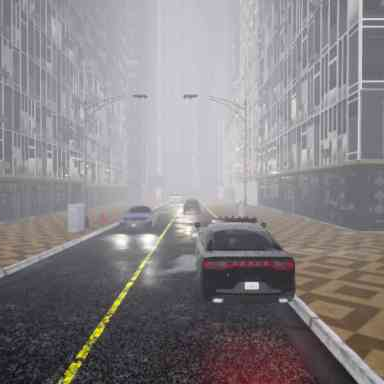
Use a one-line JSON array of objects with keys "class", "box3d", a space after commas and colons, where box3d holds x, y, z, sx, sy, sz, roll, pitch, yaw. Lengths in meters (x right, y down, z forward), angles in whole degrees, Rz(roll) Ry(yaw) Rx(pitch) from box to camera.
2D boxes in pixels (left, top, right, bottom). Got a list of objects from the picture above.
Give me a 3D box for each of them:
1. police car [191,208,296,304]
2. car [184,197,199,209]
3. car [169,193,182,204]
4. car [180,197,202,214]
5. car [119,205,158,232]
[{"class": "police car", "box3d": [1.035, 1.425, 8.358, 1.930, 1.638, 5.238, 0, 0, 0]}, {"class": "car", "box3d": [-0.057, 1.493, 46.555, 1.882, 1.535, 5.008, 0, 0, 0]}, {"class": "car", "box3d": [-3.117, 1.257, 63.951, 2.150, 2.045, 5.566, 0, 0, 0]}, {"class": "car", "box3d": [0.008, 1.513, 36.215, 1.837, 1.490, 4.892, 0, 0, 0]}, {"class": "car", "box3d": [-3.137, 1.526, 20.192, 1.812, 1.442, 4.674, 0, 0, 0]}]
